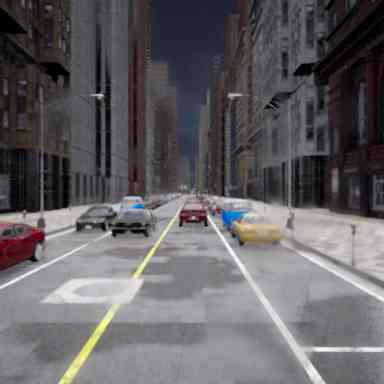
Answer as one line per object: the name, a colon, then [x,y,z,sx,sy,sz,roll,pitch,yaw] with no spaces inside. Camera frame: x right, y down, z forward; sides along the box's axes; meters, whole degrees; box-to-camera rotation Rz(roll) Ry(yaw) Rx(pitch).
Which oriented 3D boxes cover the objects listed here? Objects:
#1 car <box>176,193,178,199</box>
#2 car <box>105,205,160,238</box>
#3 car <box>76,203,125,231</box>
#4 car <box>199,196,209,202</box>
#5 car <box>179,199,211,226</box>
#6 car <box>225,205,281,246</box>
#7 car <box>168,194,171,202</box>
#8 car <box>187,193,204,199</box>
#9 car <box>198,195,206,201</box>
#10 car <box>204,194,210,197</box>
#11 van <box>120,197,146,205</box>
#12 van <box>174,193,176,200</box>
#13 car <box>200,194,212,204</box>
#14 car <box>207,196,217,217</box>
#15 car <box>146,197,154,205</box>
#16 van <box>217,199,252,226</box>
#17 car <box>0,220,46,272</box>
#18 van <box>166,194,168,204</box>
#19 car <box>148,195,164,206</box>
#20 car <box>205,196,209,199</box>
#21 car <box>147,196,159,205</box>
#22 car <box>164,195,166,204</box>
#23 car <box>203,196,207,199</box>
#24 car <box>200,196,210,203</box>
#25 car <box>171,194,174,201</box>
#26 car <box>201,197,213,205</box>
car: [-5.788,1.605,93.814,1.752,1.417,4.829,0,0,0]
car: [-3.004,1.613,17.932,1.895,1.301,4.718,0,0,0]
car: [-5.770,1.580,20.706,1.947,1.339,4.313,0,0,0]
car: [2.741,1.628,77.084,1.947,1.339,4.313,0,0,0]
car: [0.093,1.494,23.768,1.882,1.535,5.008,0,0,0]
car: [2.756,1.535,15.255,1.752,1.417,4.829,0,0,0]
car: [-5.781,1.493,65.801,1.967,1.590,4.097,0,0,0]
car: [0.089,1.385,43.361,2.097,1.767,4.553,0,0,0]
car: [2.738,1.513,88.356,1.967,1.590,4.097,0,0,0]
car: [2.747,1.483,54.538,1.967,1.590,4.097,0,0,0]
van: [-5.773,1.365,31.980,1.690,1.788,3.998,0,0,0]
van: [-5.787,1.415,88.347,1.690,1.788,3.998,0,0,0]
car: [2.743,1.368,65.812,2.192,1.841,5.009,0,0,0]
car: [2.752,1.463,31.994,1.967,1.590,4.097,0,0,0]
car: [-5.774,1.594,37.617,1.947,1.339,4.313,0,0,0]
van: [2.754,1.355,20.721,1.690,1.788,3.998,0,0,0]
car: [-5.767,1.551,9.433,1.887,1.381,4.507,0,0,0]
van: [-5.780,1.389,60.164,1.690,1.788,3.998,0,0,0]
car: [-5.778,1.353,48.890,2.192,1.841,5.009,0,0,0]
car: [2.751,1.554,37.800,1.752,1.417,4.829,0,0,0]
car: [-5.775,1.599,43.253,1.947,1.339,4.313,0,0,0]
car: [-5.778,1.588,54.527,1.887,1.381,4.507,0,0,0]
car: [2.750,1.584,43.266,2.008,1.369,4.403,0,0,0]
car: [2.743,1.602,71.448,1.887,1.381,4.507,0,0,0]
car: [-5.784,1.503,77.074,1.967,1.590,4.097,0,0,0]
car: [2.746,1.613,60.175,1.947,1.339,4.313,0,0,0]
